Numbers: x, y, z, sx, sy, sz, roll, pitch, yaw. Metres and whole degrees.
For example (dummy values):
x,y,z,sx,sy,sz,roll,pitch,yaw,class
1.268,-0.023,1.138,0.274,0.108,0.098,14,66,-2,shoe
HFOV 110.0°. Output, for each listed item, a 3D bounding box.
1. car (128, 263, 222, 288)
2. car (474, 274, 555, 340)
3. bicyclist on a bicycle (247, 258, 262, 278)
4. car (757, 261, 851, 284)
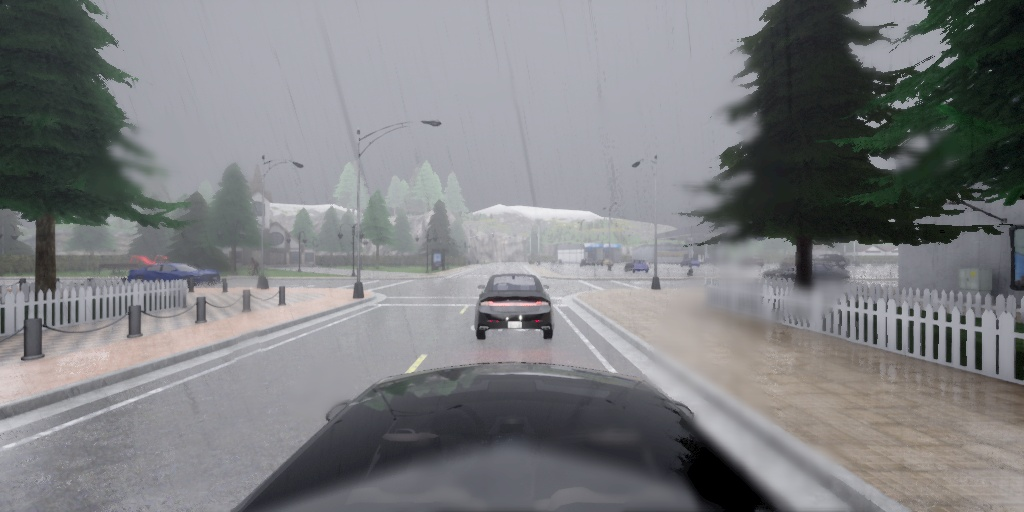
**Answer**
x,y,z,sx,sy,sz,roll,pitch,yaw,class
-21.446,1.212,22.964,5.008,1.535,1.882,0,0,0,car
0.047,1.241,9.997,2.128,1.511,4.902,0,0,0,car
-21.853,1.034,30.451,0.582,1.620,1.656,0,0,0,bicyclist on a bicycle
21.576,1.281,26.337,5.357,1.411,2.033,0,0,0,car
